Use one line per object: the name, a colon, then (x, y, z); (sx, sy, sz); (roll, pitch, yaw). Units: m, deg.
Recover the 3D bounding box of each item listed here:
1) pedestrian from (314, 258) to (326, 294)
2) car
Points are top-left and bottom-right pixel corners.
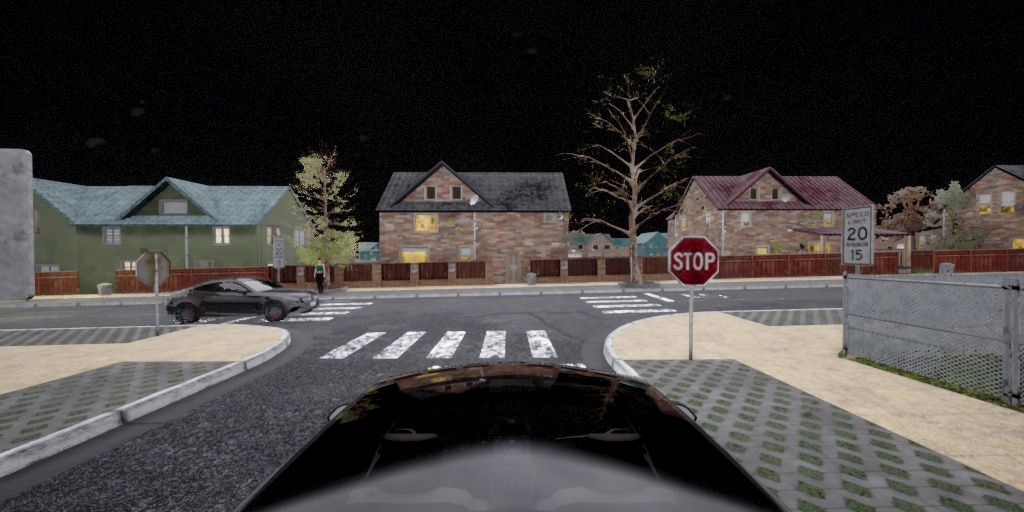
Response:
pedestrian: (-9.829, 1.001, 18.338); (0.375, 1.860, 0.375); (0, 2, -1)
car: (-9.286, 1.463, 12.491); (4.674, 1.442, 1.812); (-1, 1, -1)
